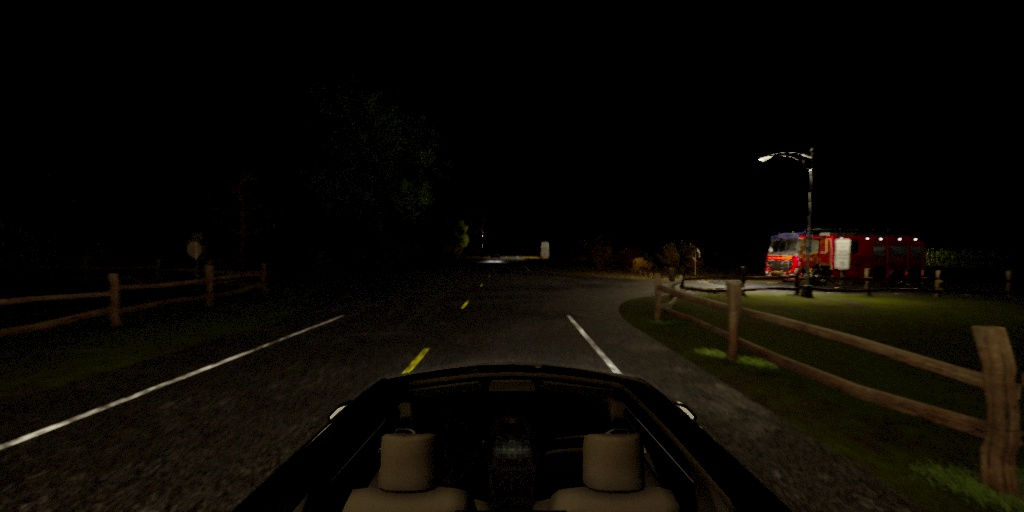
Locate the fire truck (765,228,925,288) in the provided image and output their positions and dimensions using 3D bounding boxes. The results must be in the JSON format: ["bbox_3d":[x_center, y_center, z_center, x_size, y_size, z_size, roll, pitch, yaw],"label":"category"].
[{"bbox_3d":[22.176,0.102,24.177,8.468,3.827,2.891,1,2,-1],"label":"fire truck"}]
